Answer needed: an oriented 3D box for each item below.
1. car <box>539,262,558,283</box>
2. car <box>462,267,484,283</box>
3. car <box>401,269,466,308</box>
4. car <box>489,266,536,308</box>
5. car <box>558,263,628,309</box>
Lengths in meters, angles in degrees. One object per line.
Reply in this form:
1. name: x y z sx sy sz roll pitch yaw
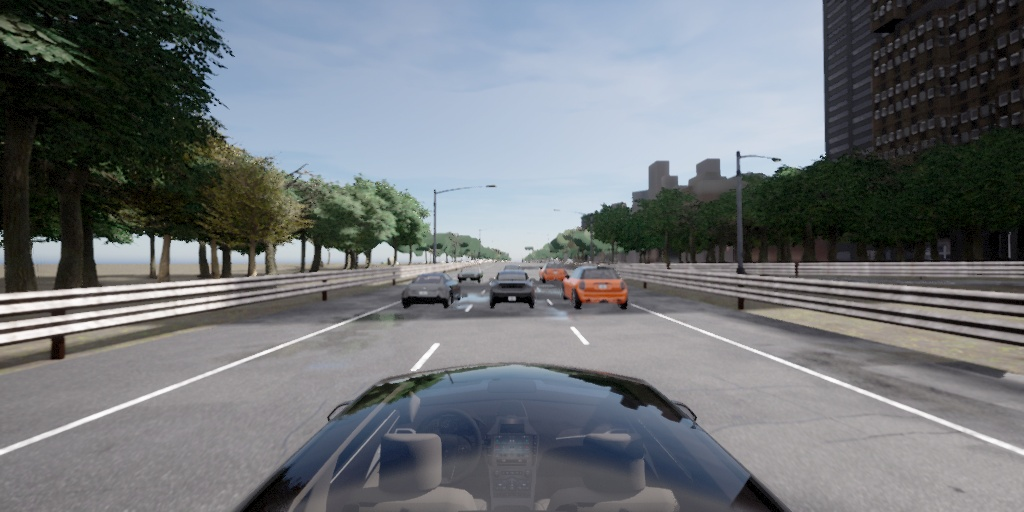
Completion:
1. car: 3.510 1.369 30.937 2.097 1.767 4.553 0 -1 0
2. car: -3.491 1.620 30.966 1.895 1.301 4.718 0 0 0
3. car: -3.492 1.450 16.158 1.994 1.385 4.181 0 0 0
4. car: 0.009 1.394 16.143 1.837 1.490 4.892 0 0 0
5. car: 3.506 1.234 15.937 2.097 1.767 4.553 0 -1 0
